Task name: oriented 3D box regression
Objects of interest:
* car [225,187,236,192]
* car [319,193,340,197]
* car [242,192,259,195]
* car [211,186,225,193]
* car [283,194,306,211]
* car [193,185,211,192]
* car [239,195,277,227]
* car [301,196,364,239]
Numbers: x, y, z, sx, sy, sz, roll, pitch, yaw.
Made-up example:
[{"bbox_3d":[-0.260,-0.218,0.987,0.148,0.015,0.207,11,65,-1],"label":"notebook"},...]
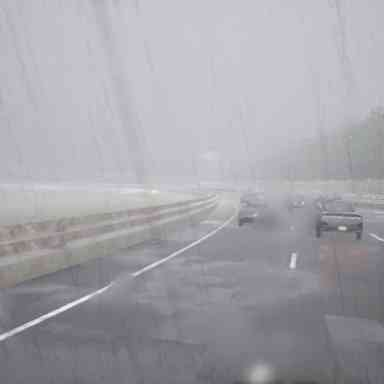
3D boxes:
[{"bbox_3d":[8.315,-0.586,77.401,1.895,1.301,4.718,1,2,-21],"label":"car"},{"bbox_3d":[13.142,0.869,32.060,2.128,1.511,4.902,1,2,6],"label":"car"},{"bbox_3d":[6.593,0.646,37.504,1.994,1.385,4.181,1,2,3],"label":"car"},{"bbox_3d":[4.985,-0.699,76.332,2.128,1.511,4.902,1,2,-21],"label":"car"},{"bbox_3d":[9.349,0.914,29.446,2.033,1.411,5.357,1,2,8],"label":"car"},{"bbox_3d":[1.659,-0.740,75.243,2.128,1.511,4.902,1,2,-21],"label":"car"},{"bbox_3d":[3.807,1.105,18.919,1.994,1.385,4.181,2,2,14],"label":"car"},{"bbox_3d":[6.573,1.186,15.591,2.128,1.511,4.902,2,2,14],"label":"car"}]
